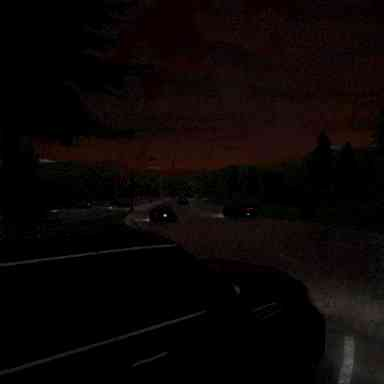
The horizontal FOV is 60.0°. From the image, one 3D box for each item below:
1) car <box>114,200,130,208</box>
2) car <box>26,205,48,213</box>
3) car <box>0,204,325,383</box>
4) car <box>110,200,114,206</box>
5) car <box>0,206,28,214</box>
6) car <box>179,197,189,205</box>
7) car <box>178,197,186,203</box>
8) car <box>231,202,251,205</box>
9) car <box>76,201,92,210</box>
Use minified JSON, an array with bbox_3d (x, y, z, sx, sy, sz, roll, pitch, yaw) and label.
[{"bbox_3d":[-13.162,2.302,64.217,1.882,1.535,5.008,-1,0,-2],"label":"car"},{"bbox_3d":[-16.267,2.121,33.202,2.128,1.511,4.902,-1,-1,5],"label":"car"},{"bbox_3d":[-1.036,1.275,2.829,5.566,2.045,2.150,-1,1,-42],"label":"car"},{"bbox_3d":[-17.024,2.430,74.387,1.895,1.301,4.718,-1,0,-2],"label":"car"},{"bbox_3d":[-14.501,2.040,24.016,1.812,1.442,4.674,-1,0,13],"label":"car"},{"bbox_3d":[-1.634,2.083,66.800,1.882,1.535,5.008,-1,0,-2],"label":"car"},{"bbox_3d":[-2.663,2.193,91.681,2.097,1.767,4.553,-1,0,-2],"label":"car"},{"bbox_3d":[4.227,1.665,30.105,2.128,1.511,4.902,-1,0,-11],"label":"car"},{"bbox_3d":[-20.090,2.427,61.937,1.882,1.535,5.008,-1,0,-2],"label":"car"}]
